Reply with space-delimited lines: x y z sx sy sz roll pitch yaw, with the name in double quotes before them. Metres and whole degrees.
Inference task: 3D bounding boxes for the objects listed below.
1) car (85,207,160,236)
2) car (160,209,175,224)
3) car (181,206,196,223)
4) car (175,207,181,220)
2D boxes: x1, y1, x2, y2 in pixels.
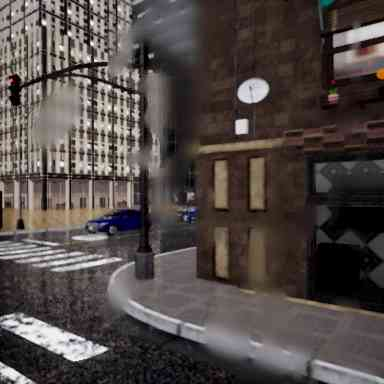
"car" -4.302 1.762 20.338 1.812 1.442 4.674 0 -1 33
"car" -3.656 1.880 26.015 2.008 1.369 4.403 -2 -2 35
"car" 1.501 1.861 28.602 1.882 1.535 5.008 -1 -1 35
"car" -0.454 1.961 30.572 2.008 1.369 4.403 -2 -2 35
